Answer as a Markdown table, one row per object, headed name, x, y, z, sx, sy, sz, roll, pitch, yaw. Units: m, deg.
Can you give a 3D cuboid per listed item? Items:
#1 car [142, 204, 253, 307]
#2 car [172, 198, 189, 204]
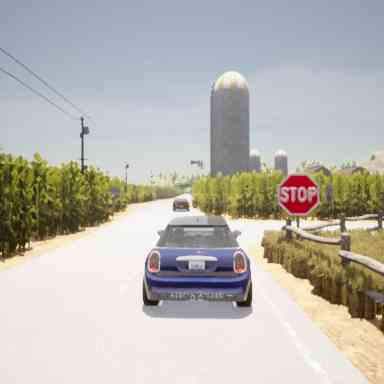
| name | x | y | z | sx | sy | sz | roll | pitch | yaw |
| --- | --- | --- | --- | --- | --- | --- | --- | --- | --- |
| car | 0.170 | 1.349 | 8.158 | 2.097 | 1.767 | 4.553 | 0 | 0 | 2 |
| car | -1.394 | 1.465 | 40.203 | 1.882 | 1.535 | 5.008 | 0 | 0 | -5 |
